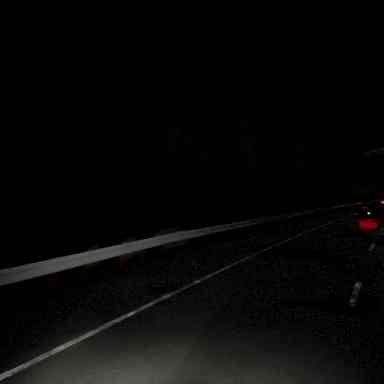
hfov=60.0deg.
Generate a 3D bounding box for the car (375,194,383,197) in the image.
[{"bbox_3d":[22.142,1.221,38.117,2.150,2.045,5.566,0,0,36],"label":"car"}]

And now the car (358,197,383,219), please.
[{"bbox_3d":[16.079,1.505,29.588,1.837,1.490,4.892,0,0,35],"label":"car"}]
